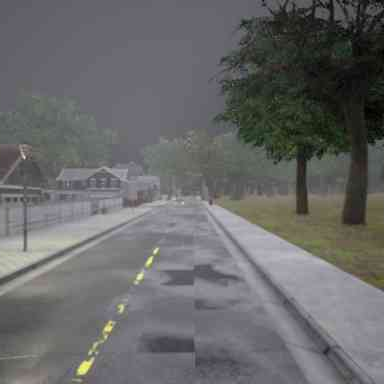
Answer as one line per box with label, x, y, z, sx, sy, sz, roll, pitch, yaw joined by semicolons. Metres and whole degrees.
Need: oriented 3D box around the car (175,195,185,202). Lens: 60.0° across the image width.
car;-2.752;1.447;75.624;2.097;1.767;4.553;0;0;0
